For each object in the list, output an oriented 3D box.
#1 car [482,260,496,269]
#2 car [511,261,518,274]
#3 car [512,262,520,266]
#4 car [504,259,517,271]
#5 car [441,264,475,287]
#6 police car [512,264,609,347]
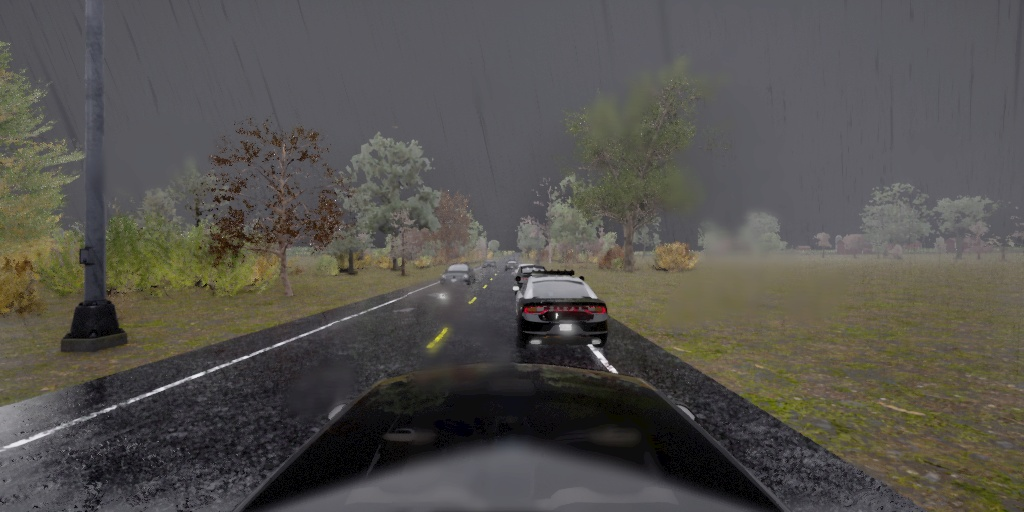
[{"bbox_3d":[-3.481,1.257,55.942,1.994,1.385,4.181,0,0,0],"label":"car"},{"bbox_3d":[1.058,1.264,25.307,1.812,1.442,4.674,0,0,0],"label":"car"},{"bbox_3d":[1.056,1.247,19.306,1.837,1.490,4.892,0,0,0],"label":"car"},{"bbox_3d":[0.051,1.236,47.420,1.812,1.442,4.674,0,0,1],"label":"car"},{"bbox_3d":[-3.592,1.264,24.694,1.812,1.442,4.674,0,0,0],"label":"car"},{"bbox_3d":[1.053,1.172,9.415,1.930,1.638,5.238,0,0,0],"label":"police car"}]
